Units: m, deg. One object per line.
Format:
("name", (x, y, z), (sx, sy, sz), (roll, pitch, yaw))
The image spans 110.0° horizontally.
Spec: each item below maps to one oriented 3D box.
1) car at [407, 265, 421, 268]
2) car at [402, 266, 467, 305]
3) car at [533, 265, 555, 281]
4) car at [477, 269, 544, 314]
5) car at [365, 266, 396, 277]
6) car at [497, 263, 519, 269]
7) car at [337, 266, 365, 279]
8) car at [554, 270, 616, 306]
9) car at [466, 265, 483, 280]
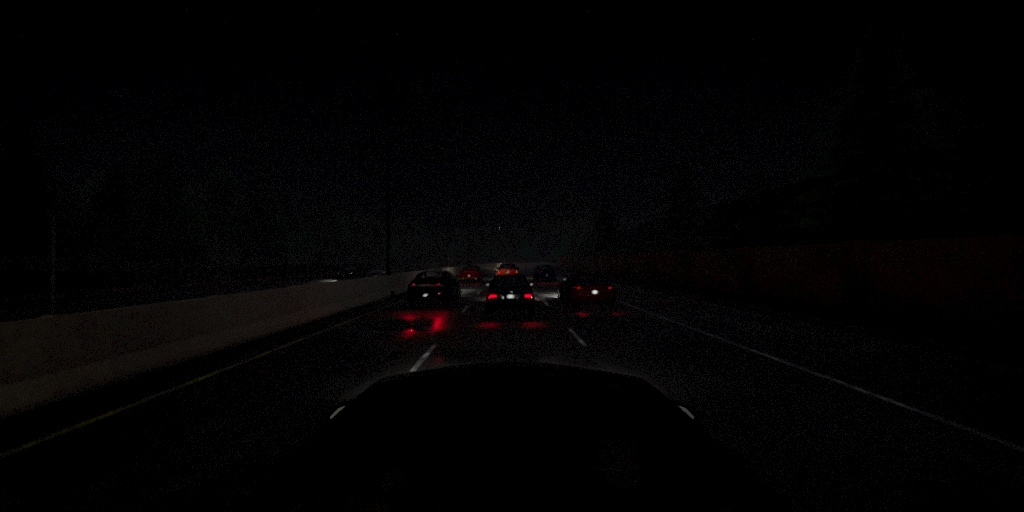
("car", (-11.173, 1.806, 41.068), (1.812, 1.442, 4.674), (0, -1, -1))
("car", (-3.618, 1.446, 17.243), (2.128, 1.511, 4.902), (0, -1, -1))
("car", (3.113, 1.603, 34.811), (1.882, 1.535, 5.008), (0, 0, -1))
("car", (-0.079, 1.451, 14.631), (2.033, 1.411, 5.357), (0, -1, -1))
("car", (-14.671, 1.824, 40.930), (1.812, 1.442, 4.674), (0, -1, -1))
("car", (-0.378, 1.488, 34.082), (2.097, 1.767, 4.553), (0, -1, -1))
("car", (-18.169, 1.843, 40.867), (1.812, 1.442, 4.674), (0, -1, -1))
("car", (3.390, 1.474, 16.762), (1.994, 1.385, 4.181), (0, -1, -1))
("car", (-3.885, 1.641, 34.686), (1.882, 1.535, 5.008), (0, 0, -1))
